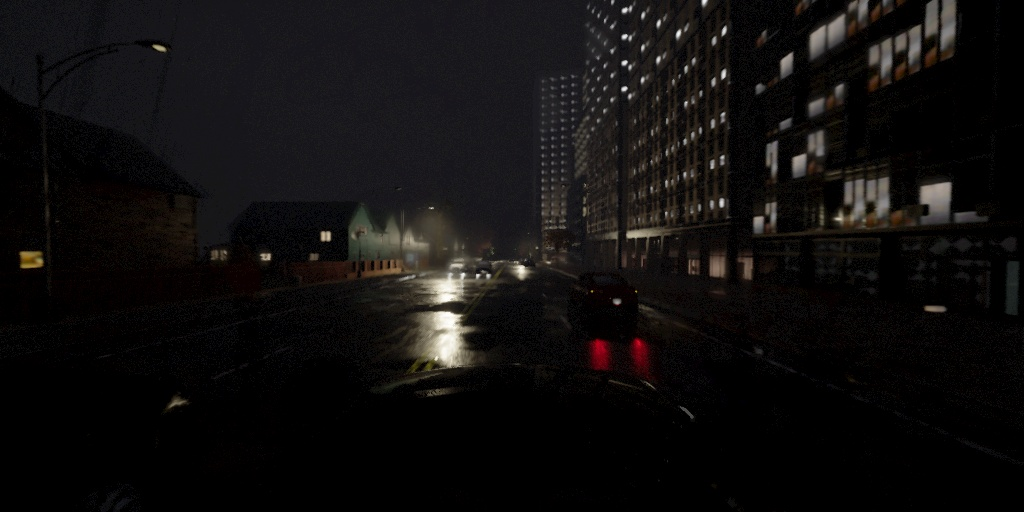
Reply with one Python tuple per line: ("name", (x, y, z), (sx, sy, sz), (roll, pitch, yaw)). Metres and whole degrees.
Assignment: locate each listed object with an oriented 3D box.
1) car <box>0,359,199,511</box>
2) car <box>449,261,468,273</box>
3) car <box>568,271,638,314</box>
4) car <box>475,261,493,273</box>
("car", (-3.348, 1.255, 0.721), (1.837, 1.490, 4.892), (0, 0, 0))
("car", (-6.559, 1.299, 44.383), (1.812, 1.442, 4.674), (0, 0, 1))
("car", (3.350, 1.276, 13.735), (1.812, 1.442, 4.674), (0, 0, 0))
("car", (-3.317, 1.319, 43.269), (2.033, 1.411, 5.357), (0, 0, 0))
